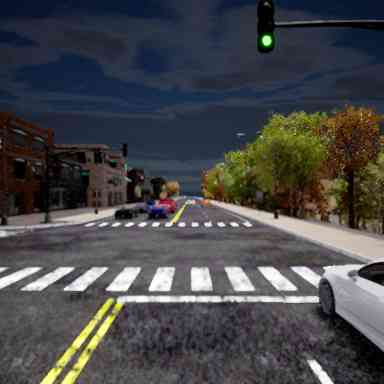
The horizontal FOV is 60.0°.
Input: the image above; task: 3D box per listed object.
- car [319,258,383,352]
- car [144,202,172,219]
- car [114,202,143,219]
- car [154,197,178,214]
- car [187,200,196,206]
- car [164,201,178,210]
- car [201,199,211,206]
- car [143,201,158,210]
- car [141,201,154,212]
[{"bbox_3d":[3.364,1.581,4.598,1.812,1.442,4.674,0,0,0],"label":"car"},{"bbox_3d":[-3.355,2.004,34.014,1.895,1.301,4.718,0,-1,0],"label":"car"},{"bbox_3d":[-6.605,2.004,34.005,1.895,1.301,4.718,0,-1,0],"label":"car"},{"bbox_3d":[-3.382,1.742,43.909,2.150,2.045,5.566,0,-1,-1],"label":"car"},{"bbox_3d":[-0.099,2.408,74.447,1.812,1.442,4.674,0,-1,0],"label":"car"},{"bbox_3d":[-3.380,2.204,53.954,1.994,1.385,4.181,0,-1,0],"label":"car"},{"bbox_3d":[3.151,2.237,74.337,2.097,1.767,4.553,0,-1,0],"label":"car"},{"bbox_3d":[-6.630,2.164,53.829,1.812,1.442,4.674,0,-1,0],"label":"car"},{"bbox_3d":[-6.629,2.067,43.791,2.033,1.411,5.357,0,-1,-1],"label":"car"}]
